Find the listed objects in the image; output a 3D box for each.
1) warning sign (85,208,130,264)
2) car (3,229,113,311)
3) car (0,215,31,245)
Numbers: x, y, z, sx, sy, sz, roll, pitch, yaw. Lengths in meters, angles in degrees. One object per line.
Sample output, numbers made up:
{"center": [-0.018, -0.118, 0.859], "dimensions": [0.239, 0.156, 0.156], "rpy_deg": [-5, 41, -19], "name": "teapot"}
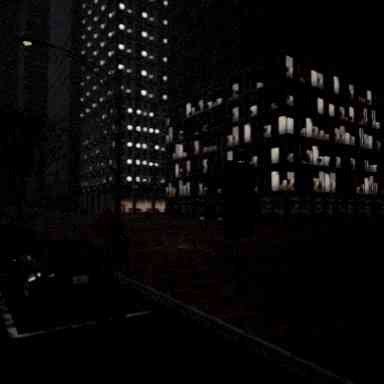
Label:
{"center": [-3.079, 1.535, 12.116], "dimensions": [1.300, 1.860, 1.060], "rpy_deg": [1, -3, -34], "name": "warning sign"}
{"center": [-3.375, 1.832, 8.334], "dimensions": [1.947, 1.339, 4.313], "rpy_deg": [3, -3, -34], "name": "car"}
{"center": [-9.613, 2.098, 17.557], "dimensions": [1.887, 1.381, 4.507], "rpy_deg": [3, -3, -34], "name": "car"}
